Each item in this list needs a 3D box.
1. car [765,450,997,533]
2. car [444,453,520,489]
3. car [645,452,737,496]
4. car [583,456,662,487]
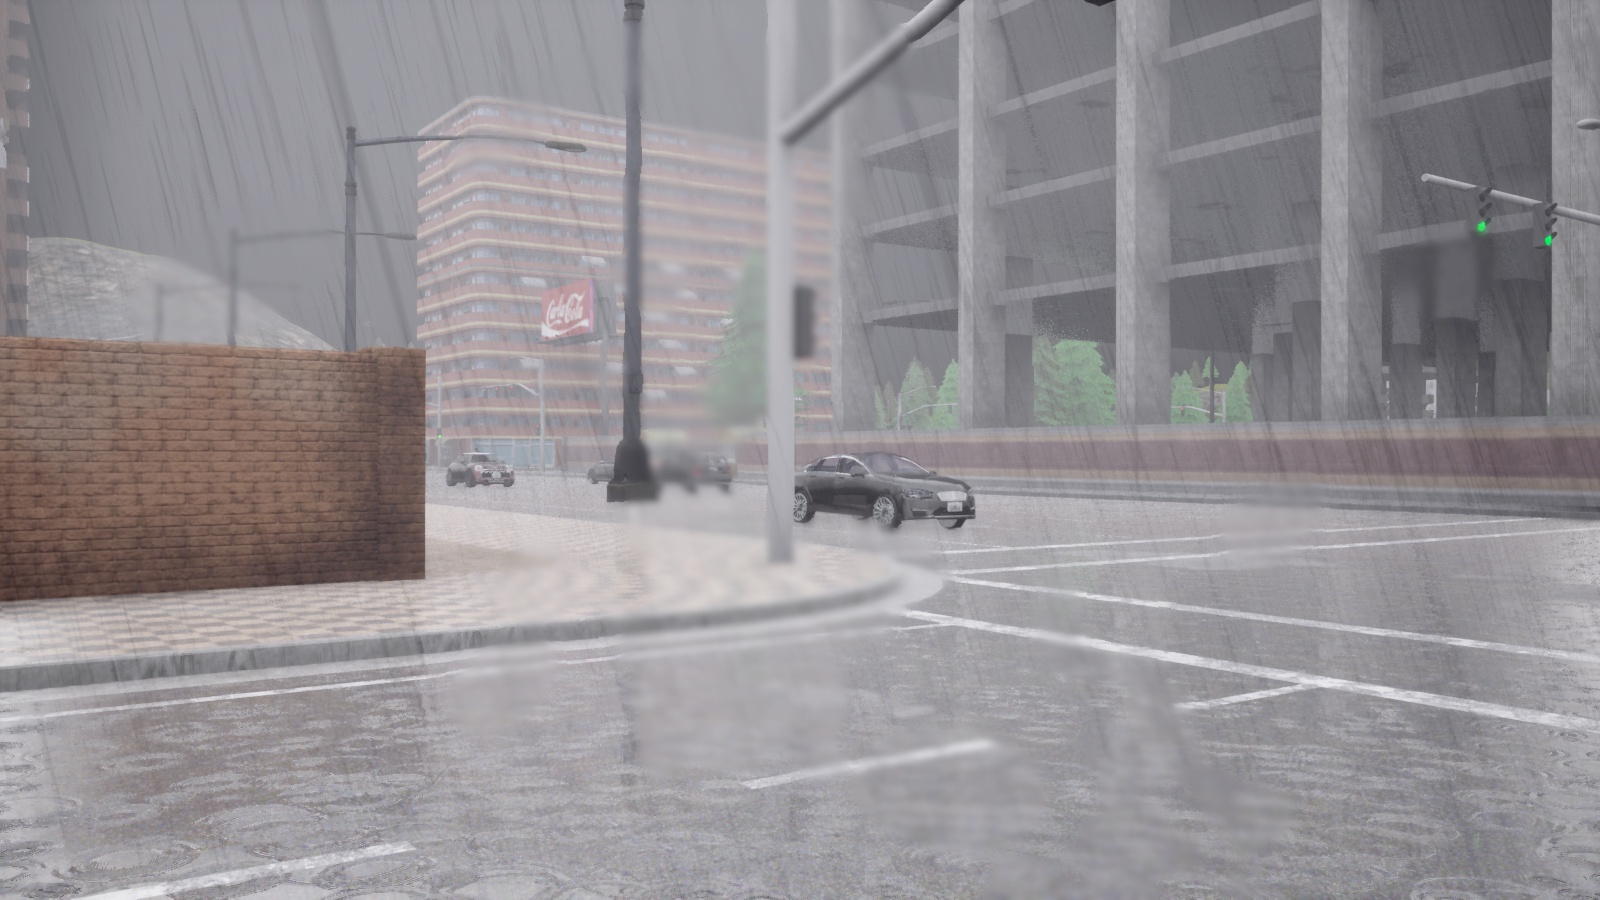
[{"bbox_3d":[1.523,0.760,25.587,2.128,1.511,4.902,0,0,-34],"label":"car"},{"bbox_3d":[-13.747,0.872,54.160,1.970,1.475,3.806,0,0,-34],"label":"car"},{"bbox_3d":[-4.032,0.845,46.133,1.789,1.549,3.705,0,0,-34],"label":"car"},{"bbox_3d":[-8.334,0.970,58.646,1.994,1.385,4.181,0,0,-34],"label":"car"}]
